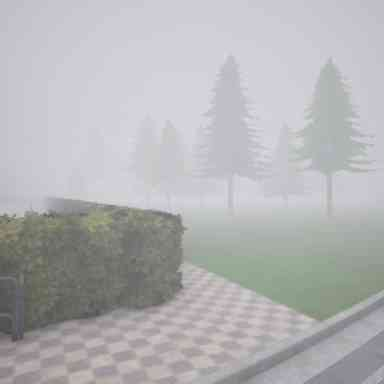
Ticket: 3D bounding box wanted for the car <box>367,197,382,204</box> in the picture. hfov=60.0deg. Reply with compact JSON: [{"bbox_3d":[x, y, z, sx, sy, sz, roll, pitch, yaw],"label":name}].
[{"bbox_3d":[36.270,1.672,66.171,1.994,1.385,4.181,0,0,15],"label":"car"}]
